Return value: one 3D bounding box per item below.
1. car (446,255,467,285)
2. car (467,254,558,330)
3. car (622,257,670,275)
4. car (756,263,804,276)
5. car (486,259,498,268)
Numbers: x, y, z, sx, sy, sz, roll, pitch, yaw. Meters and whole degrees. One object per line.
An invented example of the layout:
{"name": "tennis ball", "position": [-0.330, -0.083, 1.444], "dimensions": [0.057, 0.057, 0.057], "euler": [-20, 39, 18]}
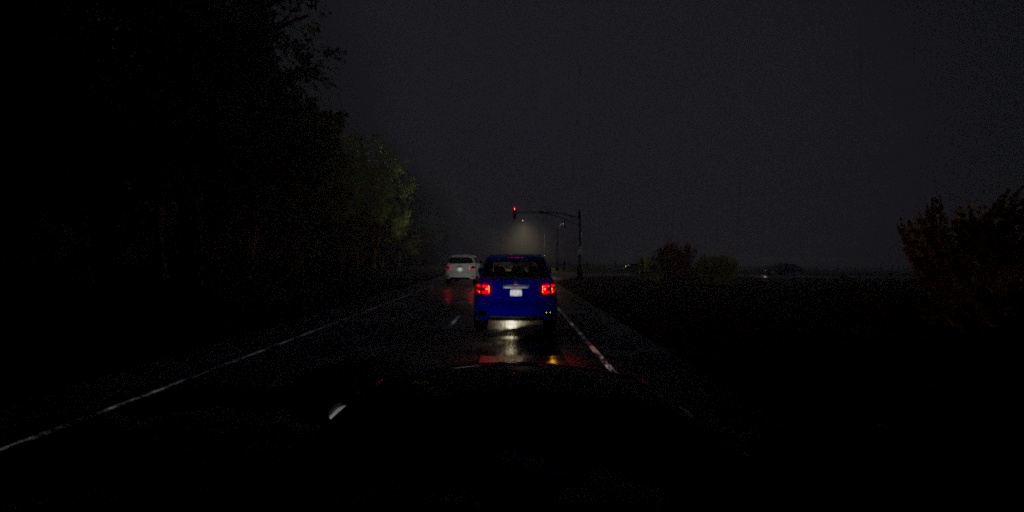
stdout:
{"name": "car", "position": [-3.414, 0.938, 26.233], "dimensions": [2.150, 2.045, 5.566], "euler": [0, 0, 0]}
{"name": "car", "position": [0.094, 0.959, 11.146], "dimensions": [2.150, 2.045, 5.566], "euler": [0, 0, 0]}
{"name": "car", "position": [16.079, 1.142, 42.651], "dimensions": [5.566, 2.045, 2.150], "euler": [1, -1, 2]}
{"name": "car", "position": [31.689, 1.590, 42.508], "dimensions": [4.892, 1.490, 1.837], "euler": [-1, -1, 0]}
{"name": "car", "position": [-3.437, 1.187, 61.489], "dimensions": [1.812, 1.442, 4.674], "euler": [0, 0, 0]}
